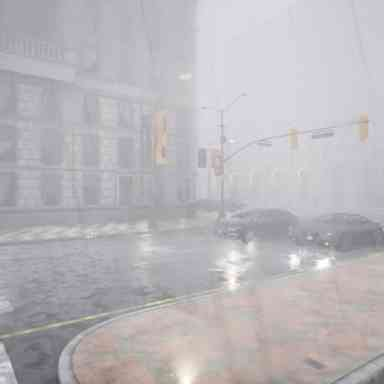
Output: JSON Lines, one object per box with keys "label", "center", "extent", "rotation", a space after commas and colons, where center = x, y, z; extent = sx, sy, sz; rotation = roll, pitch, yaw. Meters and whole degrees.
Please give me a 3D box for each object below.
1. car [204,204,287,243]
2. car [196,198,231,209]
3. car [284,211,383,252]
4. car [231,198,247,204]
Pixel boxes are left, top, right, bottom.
{"label": "car", "center": [3.181, 1.504, 16.085], "extent": [4.892, 1.490, 1.837], "rotation": [0, 0, -35]}
{"label": "car", "center": [2.233, 1.492, 42.485], "extent": [2.128, 1.511, 4.902], "rotation": [0, 0, -36]}
{"label": "car", "center": [6.110, 1.564, 13.872], "extent": [4.181, 1.385, 1.994], "rotation": [0, 0, -35]}
{"label": "car", "center": [5.293, 1.525, 44.225], "extent": [1.812, 1.442, 4.674], "rotation": [0, 0, -36]}
